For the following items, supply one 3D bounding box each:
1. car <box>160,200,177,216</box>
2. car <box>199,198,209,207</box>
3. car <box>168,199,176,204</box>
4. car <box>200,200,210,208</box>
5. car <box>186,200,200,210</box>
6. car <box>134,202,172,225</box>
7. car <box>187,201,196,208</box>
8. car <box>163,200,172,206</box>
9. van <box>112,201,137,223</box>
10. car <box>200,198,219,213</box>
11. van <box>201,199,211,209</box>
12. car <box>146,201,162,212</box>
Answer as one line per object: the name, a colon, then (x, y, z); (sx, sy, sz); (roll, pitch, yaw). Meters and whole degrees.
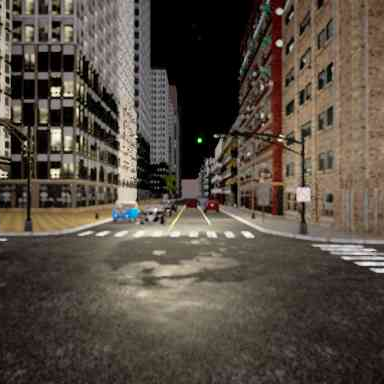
car: (-3.128, 1.970, 37.120); (2.128, 1.511, 4.902); (0, -1, 0)
car: (2.610, 2.270, 73.145); (2.192, 1.841, 5.009); (0, -1, 0)
car: (-5.793, 2.808, 95.333); (2.008, 1.369, 4.403); (0, -1, 0)
car: (2.617, 2.431, 67.591); (2.008, 1.369, 4.403); (0, -1, 0)
car: (-0.058, 2.228, 57.812); (1.882, 1.535, 5.008); (0, -1, 0)
car: (-3.127, 1.847, 27.661); (2.128, 1.511, 4.902); (0, -1, 0)
car: (-0.071, 2.506, 68.261); (1.895, 1.301, 4.718); (0, -1, 0)
car: (-5.775, 2.581, 78.683); (2.008, 1.369, 4.403); (0, -1, 0)
van: (-5.722, 1.710, 28.731); (1.690, 1.788, 3.998); (0, -1, 0)
car: (2.640, 1.902, 45.393); (2.192, 1.841, 5.009); (0, -1, 0)
van: (2.622, 2.148, 62.044); (1.690, 1.788, 3.998); (0, -1, 0)
car: (-5.745, 2.183, 50.761); (1.752, 1.417, 4.829); (0, -1, 0)
